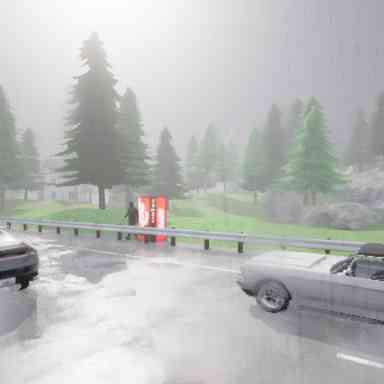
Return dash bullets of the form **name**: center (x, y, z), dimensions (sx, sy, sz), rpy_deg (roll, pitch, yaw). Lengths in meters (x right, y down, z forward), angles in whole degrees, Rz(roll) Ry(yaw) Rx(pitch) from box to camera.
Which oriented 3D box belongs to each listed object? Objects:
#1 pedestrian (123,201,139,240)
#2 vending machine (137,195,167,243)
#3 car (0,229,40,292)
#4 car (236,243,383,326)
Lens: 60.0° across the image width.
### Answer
- **pedestrian**: center (-2.757, 1.294, 15.198), dimensions (0.375, 1.860, 0.375), rpy_deg (0, 0, 33)
- **vending machine**: center (-1.855, 1.195, 15.373), dimensions (0.880, 2.100, 1.100), rpy_deg (0, 0, 33)
- **car**: center (-5.524, 1.491, 7.629), dimensions (4.902, 1.511, 2.128), rpy_deg (0, 0, 33)
- **car**: center (3.222, 1.601, 5.964), dimensions (4.718, 1.301, 1.895), rpy_deg (0, 0, 35)
